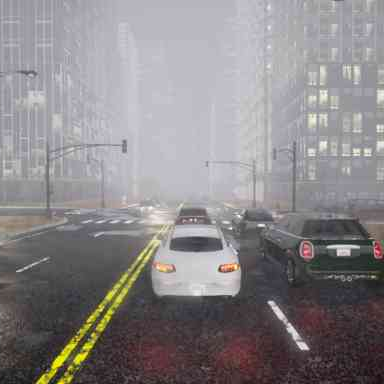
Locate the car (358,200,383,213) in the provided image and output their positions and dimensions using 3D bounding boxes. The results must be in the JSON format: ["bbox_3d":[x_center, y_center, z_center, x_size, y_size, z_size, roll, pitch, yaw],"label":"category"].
[{"bbox_3d":[21.715,1.643,37.876,4.829,1.417,1.752,1,0,1],"label":"car"}]

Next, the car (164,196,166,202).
[{"bbox_3d":[-6.680,1.416,71.451,1.882,1.535,5.008,0,0,0],"label":"car"}]

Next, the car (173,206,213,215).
[{"bbox_3d":[0.057,1.495,17.408,1.837,1.490,4.892,0,0,0],"label":"car"}]

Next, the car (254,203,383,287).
[{"bbox_3d":[3.327,1.348,9.436,2.097,1.767,4.553,0,0,0],"label":"car"}]

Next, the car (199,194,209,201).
[{"bbox_3d":[3.050,1.396,80.332,1.882,1.535,5.008,0,0,0],"label":"car"}]

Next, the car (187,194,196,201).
[{"bbox_3d":[-0.200,1.418,80.325,1.837,1.490,4.892,0,0,0],"label":"car"}]

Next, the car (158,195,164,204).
[{"bbox_3d":[-6.721,1.429,61.076,1.882,1.535,5.008,0,0,1],"label":"car"}]

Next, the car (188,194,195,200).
[{"bbox_3d":[-0.227,1.220,90.742,1.882,1.535,5.008,0,0,0],"label":"car"}]

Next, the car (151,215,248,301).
[{"bbox_3d":[0.081,1.522,8.160,1.812,1.442,4.674,0,0,0],"label":"car"}]

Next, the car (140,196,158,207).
[{"bbox_3d":[-6.717,1.528,50.752,1.994,1.385,4.181,0,0,0],"label":"car"}]

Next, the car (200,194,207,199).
[{"bbox_3d":[3.023,1.266,90.749,1.812,1.442,4.674,0,0,0],"label":"car"}]

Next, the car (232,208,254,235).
[{"bbox_3d":[3.305,1.555,17.823,1.994,1.385,4.181,0,0,0],"label":"car"}]

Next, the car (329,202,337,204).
[{"bbox_3d":[15.004,1.701,35.378,4.718,1.301,1.895,0,1,1],"label":"car"}]

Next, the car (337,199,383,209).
[{"bbox_3d":[16.127,1.519,29.575,5.009,1.841,2.192,1,0,1],"label":"car"}]
